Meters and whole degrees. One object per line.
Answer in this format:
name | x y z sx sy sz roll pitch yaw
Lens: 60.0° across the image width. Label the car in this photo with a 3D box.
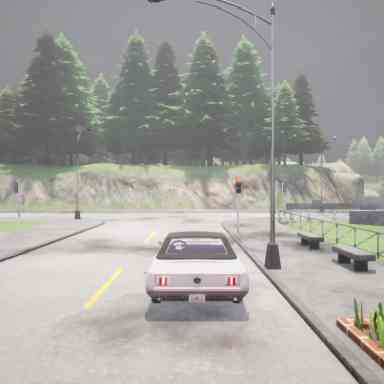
car | 0.097 1.601 8.139 1.895 1.301 4.718 0 0 0
